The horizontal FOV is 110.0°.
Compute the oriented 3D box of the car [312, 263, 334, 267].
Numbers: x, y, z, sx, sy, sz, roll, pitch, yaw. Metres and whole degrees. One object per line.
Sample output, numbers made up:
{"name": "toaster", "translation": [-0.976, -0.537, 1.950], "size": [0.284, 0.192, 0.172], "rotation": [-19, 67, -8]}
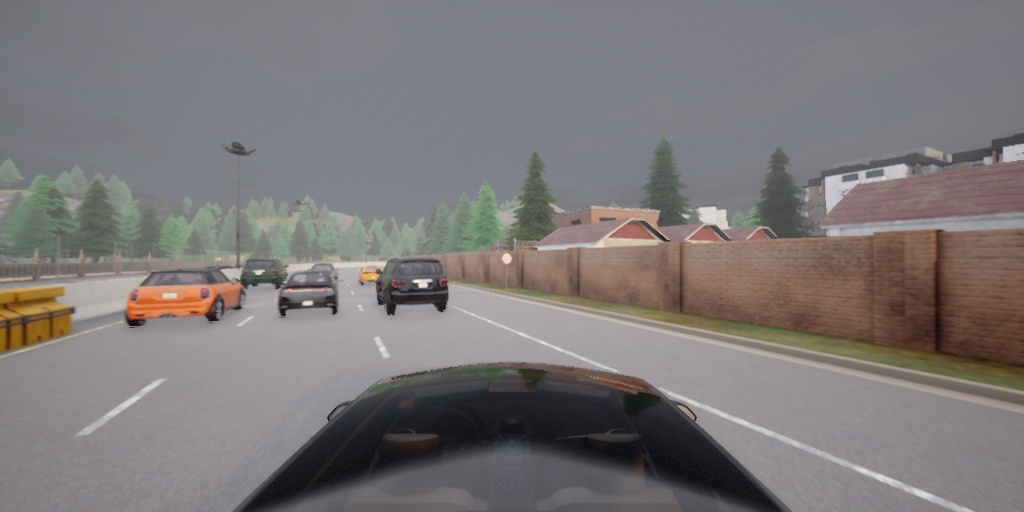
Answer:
{"name": "car", "translation": [-14.350, 1.341, 27.317], "size": [2.097, 1.767, 4.553], "rotation": [0, -1, -26]}

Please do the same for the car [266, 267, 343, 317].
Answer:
{"name": "car", "translation": [-7.746, 1.357, 13.934], "size": [2.128, 1.511, 4.902], "rotation": [0, 0, -26]}

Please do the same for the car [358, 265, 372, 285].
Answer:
{"name": "car", "translation": [-11.563, 1.491, 29.596], "size": [1.882, 1.535, 5.008], "rotation": [0, 0, -26]}

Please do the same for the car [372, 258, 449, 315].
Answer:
{"name": "car", "translation": [-4.202, 1.098, 14.642], "size": [2.150, 2.045, 5.566], "rotation": [0, 0, -26]}

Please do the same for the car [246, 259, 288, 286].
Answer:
{"name": "car", "translation": [-17.118, 1.190, 24.991], "size": [2.150, 2.045, 5.566], "rotation": [0, 0, -26]}

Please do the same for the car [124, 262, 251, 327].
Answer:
{"name": "car", "translation": [-10.851, 1.198, 12.317], "size": [2.097, 1.767, 4.553], "rotation": [0, -1, -26]}
